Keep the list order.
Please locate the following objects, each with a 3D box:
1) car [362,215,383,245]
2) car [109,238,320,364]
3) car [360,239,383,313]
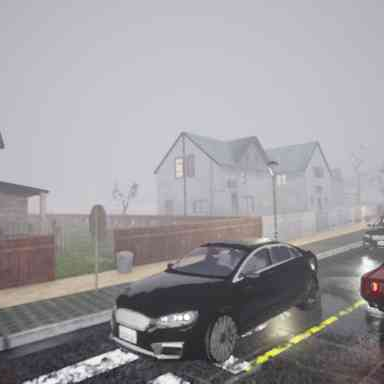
[{"bbox_3d":[9.138,1.758,14.786,2.128,1.511,4.902,-5,-4,44],"label":"car"},{"bbox_3d":[0.773,1.703,6.363,2.128,1.511,4.902,-5,-4,43],"label":"car"},{"bbox_3d":[5.301,1.656,6.879,4.718,1.301,1.895,0,-4,-43],"label":"car"}]
